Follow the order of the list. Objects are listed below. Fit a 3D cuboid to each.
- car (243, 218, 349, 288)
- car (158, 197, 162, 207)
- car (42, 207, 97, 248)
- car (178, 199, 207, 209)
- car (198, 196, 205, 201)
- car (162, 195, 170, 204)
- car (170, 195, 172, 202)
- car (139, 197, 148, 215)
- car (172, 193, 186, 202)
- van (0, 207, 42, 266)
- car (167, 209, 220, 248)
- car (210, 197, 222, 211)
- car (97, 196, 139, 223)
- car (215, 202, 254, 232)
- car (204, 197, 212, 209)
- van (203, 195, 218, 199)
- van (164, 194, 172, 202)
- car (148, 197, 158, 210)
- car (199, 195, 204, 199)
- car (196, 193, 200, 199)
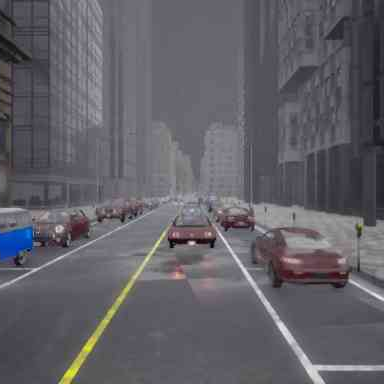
[{"bbox_3d":[2.667,1.586,8.918,1.802,1.307,4.206,0,0,0],"label":"car"},{"bbox_3d":[-5.859,1.503,48.407,1.967,1.590,4.097,0,0,0],"label":"car"},{"bbox_3d":[-5.858,1.451,14.570,1.967,1.590,4.097,0,0,0],"label":"car"},{"bbox_3d":[0.000,1.591,29.651,2.033,1.411,5.357,0,0,0],"label":"car"},{"bbox_3d":[2.667,1.748,93.504,2.008,1.369,4.403,0,0,0],"label":"car"},{"bbox_3d":[-5.867,1.642,65.123,1.752,1.417,4.829,0,0,1],"label":"car"},{"bbox_3d":[-5.860,1.680,76.436,1.752,1.417,4.829,0,0,0],"label":"car"},{"bbox_3d":[-5.858,1.344,31.489,2.192,1.841,5.009,0,0,0],"label":"car"},{"bbox_3d":[-3.000,1.632,75.933,1.812,1.442,4.674,0,0,0],"label":"car"},{"bbox_3d":[-5.858,1.345,8.931,1.690,1.788,3.998,0,0,0],"label":"van"},{"bbox_3d":[0.000,1.628,14.681,1.895,1.301,4.718,0,0,0],"label":"car"},{"bbox_3d":[2.667,1.463,25.836,1.967,1.590,4.097,0,0,0],"label":"car"},{"bbox_3d":[-5.858,1.338,25.850,2.192,1.841,5.009,0,0,0],"label":"car"},{"bbox_3d":[2.667,1.561,20.197,1.887,1.381,4.507,0,0,0],"label":"car"},{"bbox_3d":[2.667,1.603,37.114,1.947,1.339,4.313,0,0,0],"label":"car"},{"bbox_3d":[2.666,1.390,42.753,1.690,1.788,3.998,0,0,0],"label":"van"},{"bbox_3d":[-5.860,1.513,82.248,1.690,1.788,3.998,0,0,0],"label":"van"},{"bbox_3d":[-5.859,1.489,42.768,1.967,1.590,4.097,0,0,0],"label":"car"},{"bbox_3d":[2.667,1.625,59.877,1.752,1.417,4.829,0,0,1],"label":"car"},{"bbox_3d":[2.387,1.489,70.382,2.097,1.767,4.553,0,0,0],"label":"car"}]
